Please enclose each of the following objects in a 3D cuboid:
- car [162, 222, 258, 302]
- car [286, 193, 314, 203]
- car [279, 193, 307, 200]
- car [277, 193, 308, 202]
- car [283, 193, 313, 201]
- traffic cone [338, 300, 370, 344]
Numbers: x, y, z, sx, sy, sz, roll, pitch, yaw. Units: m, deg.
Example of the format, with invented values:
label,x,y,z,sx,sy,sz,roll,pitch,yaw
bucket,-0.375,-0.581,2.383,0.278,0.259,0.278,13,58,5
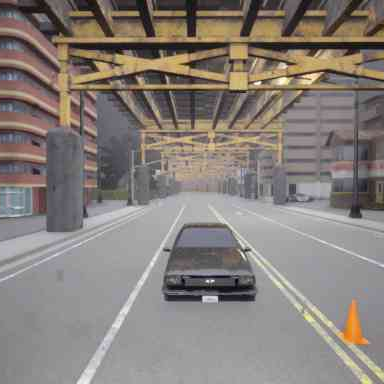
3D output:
label,x,y,z,sx,sy,sz,roll,pitch,yaw
car,0.360,1.534,8.666,2.033,1.411,5.357,0,0,1
car,17.458,1.008,54.781,4.974,1.542,2.038,0,1,-20
car,17.853,0.803,58.915,4.536,1.218,1.853,0,1,25
car,17.806,0.960,58.938,4.974,1.542,2.038,0,1,25
car,17.507,0.850,54.797,4.536,1.218,1.853,0,1,-20
traffic cone,2.453,1.949,5.059,0.340,0.580,0.340,0,0,0
